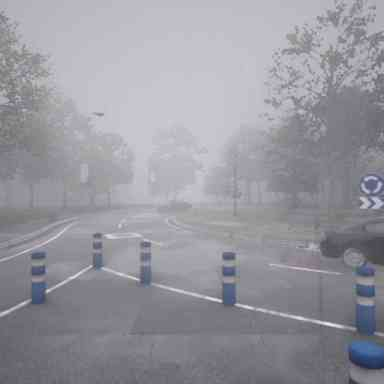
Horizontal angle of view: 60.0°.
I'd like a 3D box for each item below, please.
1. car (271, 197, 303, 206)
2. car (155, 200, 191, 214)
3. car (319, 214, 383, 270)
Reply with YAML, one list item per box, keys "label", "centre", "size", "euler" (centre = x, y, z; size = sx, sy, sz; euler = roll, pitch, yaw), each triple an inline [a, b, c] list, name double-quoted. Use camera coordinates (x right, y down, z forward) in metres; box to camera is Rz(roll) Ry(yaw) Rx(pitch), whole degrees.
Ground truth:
- label: "car"
  centre: [12.924, 1.330, 45.333]
  size: [4.181, 1.385, 1.994]
  euler: [0, 0, -8]
- label: "car"
  centre: [-1.887, 1.477, 34.565]
  size: [1.895, 1.301, 4.718]
  euler: [0, 0, 27]
- label: "car"
  centre: [6.280, 1.423, 9.444]
  size: [5.008, 1.535, 1.882]
  euler: [0, 1, 31]
